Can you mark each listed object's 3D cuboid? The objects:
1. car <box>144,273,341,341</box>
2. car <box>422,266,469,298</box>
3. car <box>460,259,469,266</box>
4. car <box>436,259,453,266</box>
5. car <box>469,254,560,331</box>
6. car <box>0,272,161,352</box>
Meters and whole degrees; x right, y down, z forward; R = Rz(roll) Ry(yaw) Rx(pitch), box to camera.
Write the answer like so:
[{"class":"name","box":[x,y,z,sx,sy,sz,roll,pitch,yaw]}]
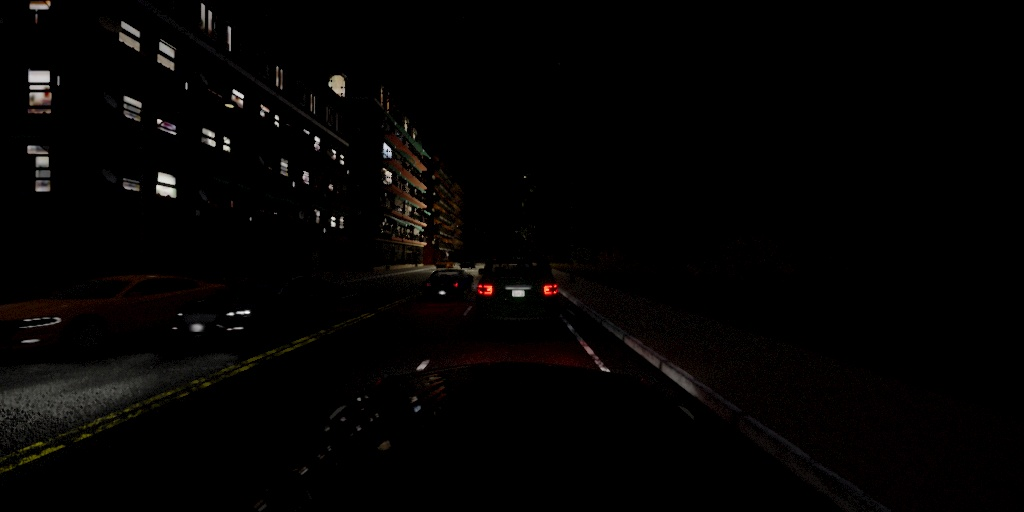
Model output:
[{"class":"car","box":[-6.594,1.241,9.953,2.128,1.511,4.902,0,0,0]},{"class":"car","box":[-3.138,1.350,18.426,1.895,1.301,4.718,0,0,0]},{"class":"car","box":[-6.556,1.219,53.039,1.882,1.535,5.008,0,0,0]},{"class":"car","box":[-9.807,1.219,52.240,1.882,1.535,5.008,0,0,0]},{"class":"car","box":[0.111,0.971,11.076,2.150,2.045,5.566,0,0,-1]},{"class":"car","box":[-9.845,1.227,9.155,1.882,1.535,5.008,0,0,0]}]
